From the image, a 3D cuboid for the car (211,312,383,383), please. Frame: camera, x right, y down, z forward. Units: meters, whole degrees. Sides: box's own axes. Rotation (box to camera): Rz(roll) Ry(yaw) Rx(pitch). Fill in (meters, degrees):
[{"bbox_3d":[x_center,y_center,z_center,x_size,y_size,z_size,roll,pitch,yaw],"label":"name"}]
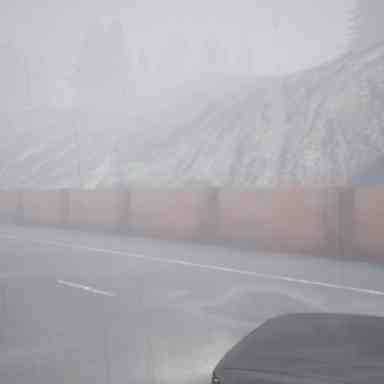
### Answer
[{"bbox_3d":[2.695,1.546,2.046,5.357,1.411,2.033,0,0,36],"label":"car"}]
